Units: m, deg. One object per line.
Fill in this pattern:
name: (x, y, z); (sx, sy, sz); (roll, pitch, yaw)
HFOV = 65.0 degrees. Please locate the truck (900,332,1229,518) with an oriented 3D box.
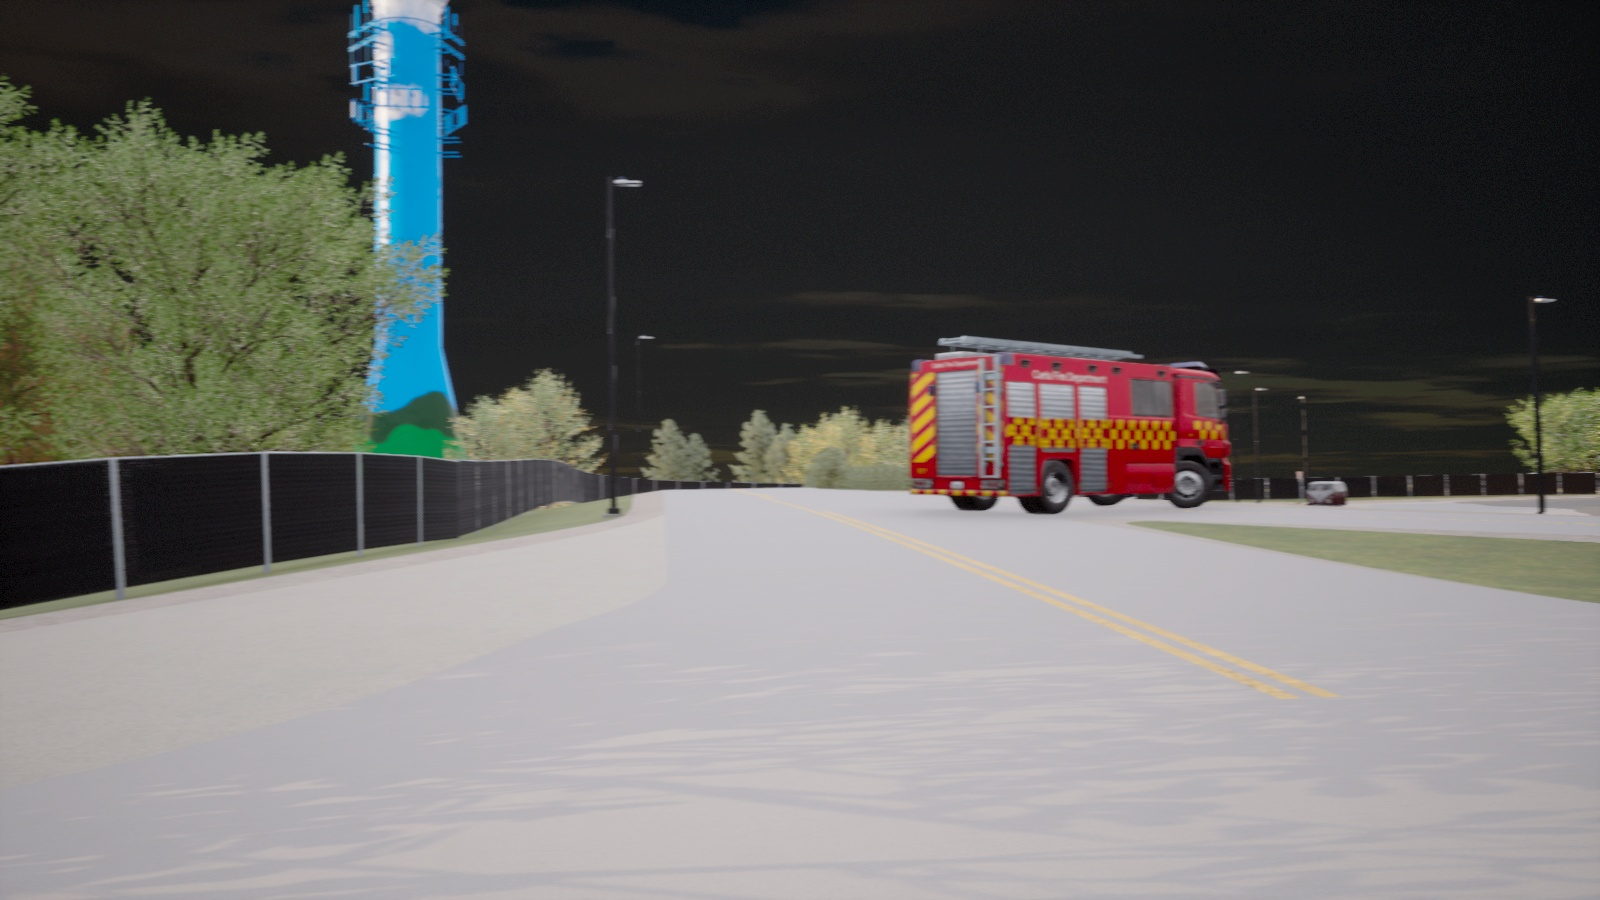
truck: (6.442, -0.452, 29.596); (8.468, 3.827, 2.891); (1, -1, -39)

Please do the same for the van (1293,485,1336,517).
van: (33.469, 3.311, 81.604); (1.775, 1.987, 4.442); (-2, -2, 33)

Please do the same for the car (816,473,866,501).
car: (2.911, 2.609, 87.872); (1.905, 1.878, 3.866); (-2, -4, 30)
